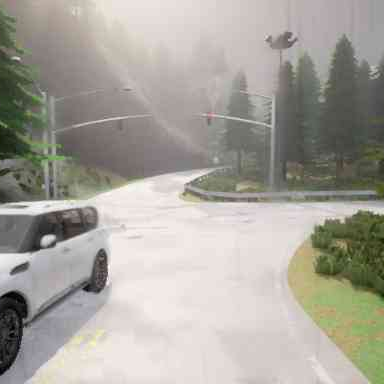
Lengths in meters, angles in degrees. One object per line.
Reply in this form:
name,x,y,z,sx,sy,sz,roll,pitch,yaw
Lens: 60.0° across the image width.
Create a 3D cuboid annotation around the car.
car,-3.204,1.219,5.944,2.150,2.045,5.566,0,0,5
